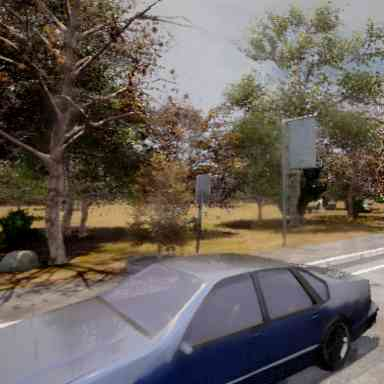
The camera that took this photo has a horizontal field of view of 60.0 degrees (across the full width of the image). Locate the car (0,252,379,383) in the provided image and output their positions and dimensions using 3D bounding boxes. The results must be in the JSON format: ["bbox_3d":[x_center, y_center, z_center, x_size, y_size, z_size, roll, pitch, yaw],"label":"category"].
[{"bbox_3d":[0.235,1.551,4.150,5.357,1.411,2.033,0,0,-35],"label":"car"}]
